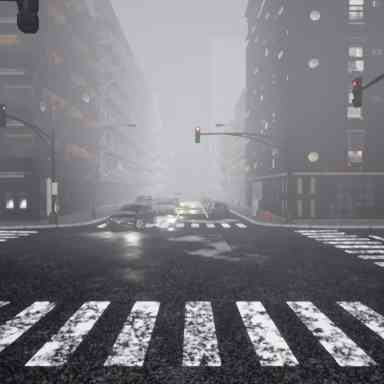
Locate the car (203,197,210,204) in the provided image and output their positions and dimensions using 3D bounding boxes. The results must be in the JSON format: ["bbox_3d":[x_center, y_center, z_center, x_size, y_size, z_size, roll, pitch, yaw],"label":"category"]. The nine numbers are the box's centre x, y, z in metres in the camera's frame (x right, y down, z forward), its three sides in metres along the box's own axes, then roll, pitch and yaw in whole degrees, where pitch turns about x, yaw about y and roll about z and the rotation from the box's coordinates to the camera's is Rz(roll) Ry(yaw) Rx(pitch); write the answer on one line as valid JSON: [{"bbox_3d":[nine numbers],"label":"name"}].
[{"bbox_3d":[2.599,1.539,36.978,2.008,1.369,4.403,-1,0,0],"label":"car"}]

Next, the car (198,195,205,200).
[{"bbox_3d":[2.665,1.539,92.370,1.802,1.307,4.206,-1,0,0],"label":"car"}]

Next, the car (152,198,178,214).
[{"bbox_3d":[-2.805,1.589,34.627,1.895,1.301,4.718,0,0,0],"label":"car"}]

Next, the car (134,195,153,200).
[{"bbox_3d":[-5.284,1.303,37.046,2.192,1.841,5.009,-1,0,0],"label":"car"}]

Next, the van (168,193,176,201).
[{"bbox_3d":[-5.225,1.302,86.881,1.690,1.788,3.998,-1,0,0],"label":"van"}]

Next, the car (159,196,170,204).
[{"bbox_3d":[-5.248,1.557,64.732,1.802,1.307,4.206,-1,0,0],"label":"car"}]

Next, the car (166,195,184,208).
[{"bbox_3d":[-2.734,1.530,49.300,2.033,1.411,5.357,0,0,1],"label":"car"}]

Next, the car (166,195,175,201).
[{"bbox_3d":[-5.229,1.490,81.174,1.752,1.417,4.829,-1,0,0],"label":"car"}]

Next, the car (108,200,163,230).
[{"bbox_3d":[-3.674,1.499,21.507,1.837,1.490,4.892,1,0,13],"label":"car"}]

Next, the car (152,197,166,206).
[{"bbox_3d":[-5.261,1.563,53.658,1.802,1.307,4.206,-1,0,0],"label":"car"}]

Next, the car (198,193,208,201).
[{"bbox_3d":[2.649,1.280,81.292,2.192,1.841,5.009,-1,0,0],"label":"car"}]

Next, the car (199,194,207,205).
[{"bbox_3d":[2.625,1.523,59.135,1.887,1.381,4.507,-1,0,0],"label":"car"}]

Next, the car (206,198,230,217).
[{"bbox_3d":[2.593,1.572,31.439,1.802,1.307,4.206,-1,0,0],"label":"car"}]

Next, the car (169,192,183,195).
[{"bbox_3d":[-2.674,1.109,64.455,2.150,2.045,5.566,0,0,0],"label":"car"}]

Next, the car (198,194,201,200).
[{"bbox_3d":[2.645,1.551,75.752,1.802,1.307,4.206,-1,0,0],"label":"car"}]
